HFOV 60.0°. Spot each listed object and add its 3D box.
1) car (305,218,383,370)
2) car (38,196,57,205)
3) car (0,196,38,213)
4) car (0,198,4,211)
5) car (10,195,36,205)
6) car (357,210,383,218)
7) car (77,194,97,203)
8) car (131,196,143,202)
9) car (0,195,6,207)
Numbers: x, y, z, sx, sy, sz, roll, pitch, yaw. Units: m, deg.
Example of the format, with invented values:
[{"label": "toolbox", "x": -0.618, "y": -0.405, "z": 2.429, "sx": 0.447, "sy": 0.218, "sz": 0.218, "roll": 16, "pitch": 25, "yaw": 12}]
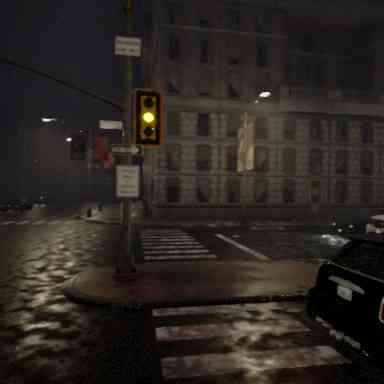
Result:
[{"label": "car", "x": 4.136, "y": 1.395, "z": 4.883, "sx": 4.553, "sy": 1.767, "sz": 2.097, "roll": 1, "pitch": 0, "yaw": -11}, {"label": "car", "x": -24.740, "y": 1.375, "z": 56.661, "sx": 2.033, "sy": 1.411, "sz": 5.357, "roll": 1, "pitch": 0, "yaw": 0}, {"label": "car", "x": -18.388, "y": 1.410, "z": 35.179, "sx": 2.033, "sy": 1.411, "sz": 5.357, "roll": 1, "pitch": 0, "yaw": -10}, {"label": "car", "x": -22.179, "y": 1.353, "z": 35.983, "sx": 1.812, "sy": 1.442, "sz": 4.674, "roll": 1, "pitch": 0, "yaw": -10}, {"label": "car", "x": -28.263, "y": 1.298, "z": 55.693, "sx": 1.837, "sy": 1.490, "sz": 4.892, "roll": 1, "pitch": 0, "yaw": 0}, {"label": "car", "x": 10.474, "y": 1.336, "z": 14.355, "sx": 5.566, "sy": 2.045, "sz": 2.150, "roll": 1, "pitch": 0, "yaw": -10}, {"label": "car", "x": -20.296, "y": 1.231, "z": 64.348, "sx": 2.097, "sy": 1.767, "sz": 4.553, "roll": 1, "pitch": 0, "yaw": 13}, {"label": "car", "x": -12.755, "y": 1.504, "z": 74.735, "sx": 2.033, "sy": 1.411, "sz": 5.357, "roll": 1, "pitch": 0, "yaw": 32}, {"label": "car", "x": -27.364, "y": 1.267, "z": 45.491, "sx": 1.882, "sy": 1.535, "sz": 5.008, "roll": 1, "pitch": 0, "yaw": -10}]
